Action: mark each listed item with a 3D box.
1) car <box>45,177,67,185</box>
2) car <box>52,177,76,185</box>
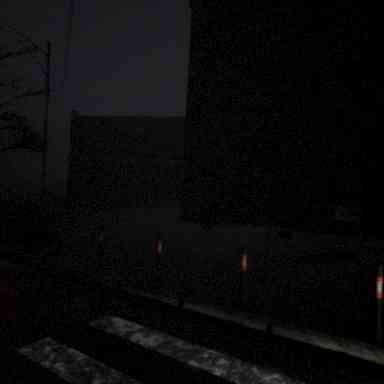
[{"bbox_3d":[-29.976,-2.560,72.502,4.553,1.767,2.185,5,3,23],"label":"car"},{"bbox_3d":[-28.909,-2.504,75.053,5.008,1.535,2.097,5,3,23],"label":"car"}]
